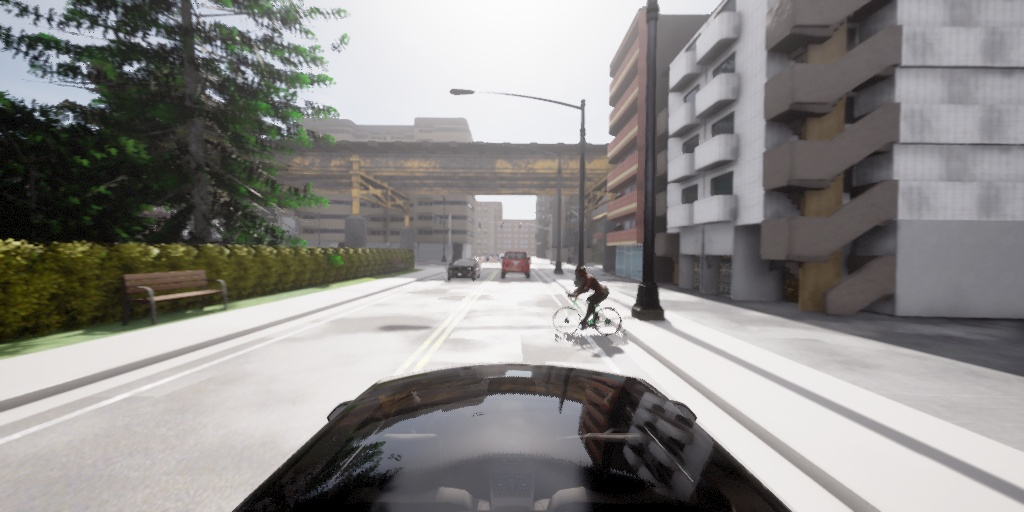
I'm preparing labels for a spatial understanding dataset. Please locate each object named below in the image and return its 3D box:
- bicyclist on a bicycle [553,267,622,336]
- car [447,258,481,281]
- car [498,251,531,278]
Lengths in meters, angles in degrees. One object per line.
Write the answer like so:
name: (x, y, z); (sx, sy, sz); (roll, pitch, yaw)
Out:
bicyclist on a bicycle: (1.790, 1.082, 8.489); (1.656, 1.620, 0.582); (1, 1, 0)
car: (-3.335, 0.869, 25.525); (1.882, 1.535, 5.008); (1, 1, 0)
car: (0.287, 0.610, 28.213); (2.150, 2.045, 5.566); (1, 1, 0)
